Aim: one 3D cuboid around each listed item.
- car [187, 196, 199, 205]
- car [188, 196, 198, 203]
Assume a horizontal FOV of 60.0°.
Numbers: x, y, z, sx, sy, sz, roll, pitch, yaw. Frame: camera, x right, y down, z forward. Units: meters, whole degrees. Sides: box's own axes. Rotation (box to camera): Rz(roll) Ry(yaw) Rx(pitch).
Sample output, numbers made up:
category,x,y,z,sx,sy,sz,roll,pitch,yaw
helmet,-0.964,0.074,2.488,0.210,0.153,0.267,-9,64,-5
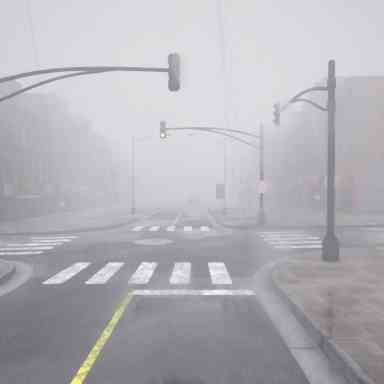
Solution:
category,x,y,z,sx,sy,sz,roll,pitch,yaw
car,0.207,1.514,58.316,1.837,1.490,4.892,0,0,0
car,0.244,1.536,68.738,2.033,1.411,5.357,0,0,0
